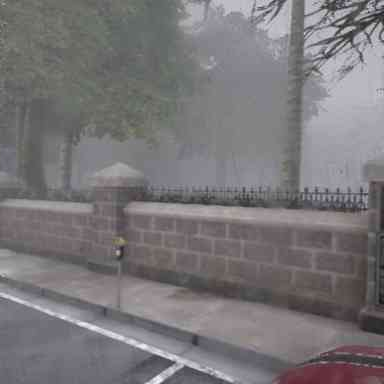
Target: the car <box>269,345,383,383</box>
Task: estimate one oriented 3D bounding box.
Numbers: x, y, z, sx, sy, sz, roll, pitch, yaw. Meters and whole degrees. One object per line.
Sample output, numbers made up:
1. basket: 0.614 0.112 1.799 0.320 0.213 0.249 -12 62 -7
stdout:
1. car: 2.055 1.440 1.323 4.097 1.590 1.967 0 1 36
